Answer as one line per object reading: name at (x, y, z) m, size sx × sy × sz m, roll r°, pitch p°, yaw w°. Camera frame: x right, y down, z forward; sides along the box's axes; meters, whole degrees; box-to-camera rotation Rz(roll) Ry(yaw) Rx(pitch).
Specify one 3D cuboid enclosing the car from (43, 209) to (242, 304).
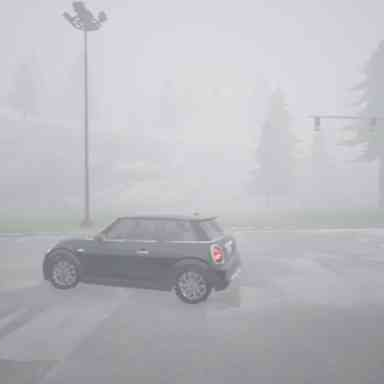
car at (-1.196, 1.267, 7.851) m, size 4.553 × 1.767 × 2.097 m, roll 0°, pitch 1°, yaw 19°
